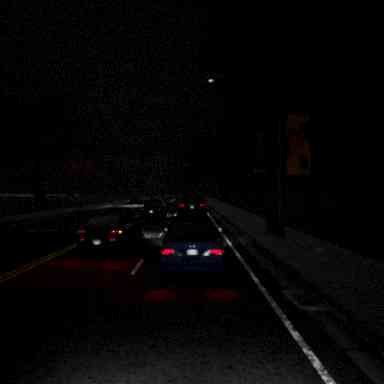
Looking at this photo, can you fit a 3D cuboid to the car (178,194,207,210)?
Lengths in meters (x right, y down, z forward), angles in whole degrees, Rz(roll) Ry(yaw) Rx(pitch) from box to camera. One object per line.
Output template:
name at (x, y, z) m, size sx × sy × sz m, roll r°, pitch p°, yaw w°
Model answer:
car at (0.040, 1.172, 26.663) m, size 2.150 × 2.045 × 5.566 m, roll 0°, pitch 0°, yaw 1°

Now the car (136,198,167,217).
car at (-3.197, 1.511, 28.079) m, size 1.994 × 1.385 × 4.181 m, roll 0°, pitch 0°, yaw 0°

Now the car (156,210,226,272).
car at (0.027, 1.527, 10.690) m, size 2.033 × 1.411 × 5.357 m, roll 0°, pitch 0°, yaw 1°

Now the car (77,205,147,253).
car at (-3.196, 1.499, 13.528) m, size 1.812 × 1.442 × 4.674 m, roll 0°, pitch 0°, yaw 0°

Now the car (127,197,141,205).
car at (-9.800, 1.498, 57.237) m, size 1.895 × 1.301 × 4.718 m, roll 0°, pitch 0°, yaw 1°
